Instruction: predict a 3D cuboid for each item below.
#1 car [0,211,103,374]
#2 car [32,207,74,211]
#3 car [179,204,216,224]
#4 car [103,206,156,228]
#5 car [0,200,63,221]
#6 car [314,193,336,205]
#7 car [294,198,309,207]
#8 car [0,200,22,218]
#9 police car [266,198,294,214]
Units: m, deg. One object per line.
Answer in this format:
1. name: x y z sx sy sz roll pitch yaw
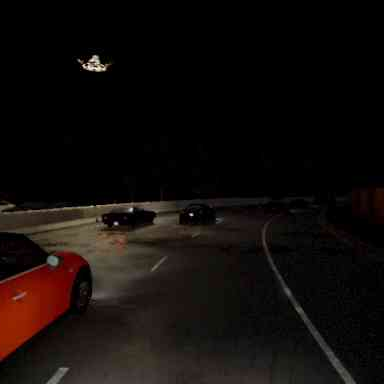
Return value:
1. car: -3.082 1.338 4.688 2.097 1.767 4.553 0 0 3
2. car: -10.270 1.472 26.105 1.812 1.442 4.674 0 0 16
3. car: 0.504 1.547 24.933 1.994 1.385 4.181 0 0 16
4. car: -3.978 1.571 21.916 1.895 1.301 4.718 0 0 14
5. car: -13.429 1.482 28.006 2.033 1.411 5.357 0 0 16
6. car: 23.829 1.255 59.652 2.150 2.045 5.566 0 0 44
7. car: 16.148 1.579 50.127 1.994 1.385 4.181 0 0 36
8. car: -16.954 1.449 28.180 1.812 1.442 4.674 0 0 16
9. police car: 9.169 1.429 35.306 1.930 1.638 5.238 0 0 25
